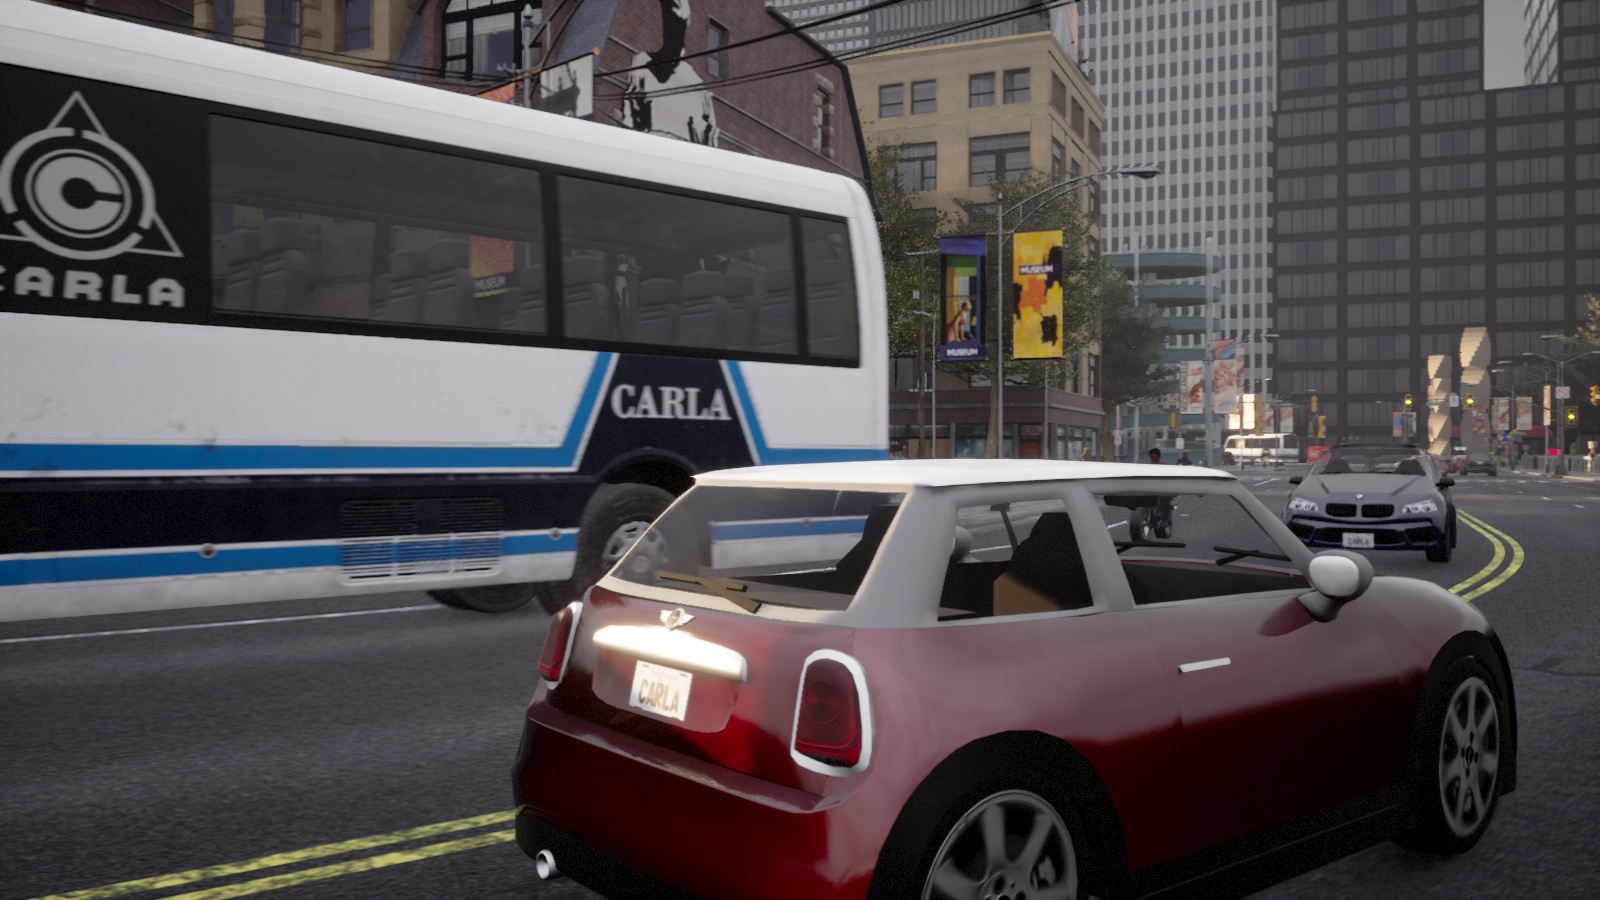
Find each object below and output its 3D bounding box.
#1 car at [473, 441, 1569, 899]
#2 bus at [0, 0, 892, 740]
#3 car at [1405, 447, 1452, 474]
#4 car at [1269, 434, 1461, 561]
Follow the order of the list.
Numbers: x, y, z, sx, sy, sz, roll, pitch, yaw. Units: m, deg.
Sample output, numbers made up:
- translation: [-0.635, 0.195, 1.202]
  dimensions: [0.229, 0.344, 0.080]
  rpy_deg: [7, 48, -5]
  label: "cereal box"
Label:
- translation: [1.005, 0.722, 4.641]
  dimensions: [3.806, 1.475, 1.970]
  rpy_deg: [0, 0, -39]
  label: "car"
- translation: [-4.308, -0.592, 9.248]
  dimensions: [10.273, 4.253, 3.944]
  rpy_deg: [0, 0, -42]
  label: "bus"
- translation: [40.673, 0.671, 81.402]
  dimensions: [2.152, 1.651, 5.027]
  rpy_deg: [0, 0, 20]
  label: "car"
- translation: [8.678, 0.626, 19.035]
  dimensions: [2.242, 1.667, 4.611]
  rpy_deg: [0, 0, 29]
  label: "car"
